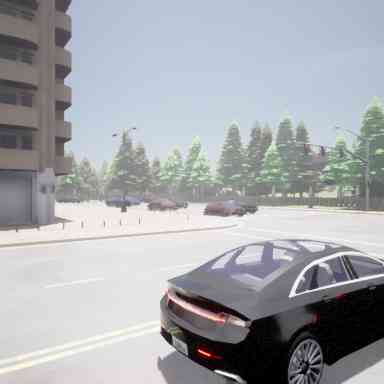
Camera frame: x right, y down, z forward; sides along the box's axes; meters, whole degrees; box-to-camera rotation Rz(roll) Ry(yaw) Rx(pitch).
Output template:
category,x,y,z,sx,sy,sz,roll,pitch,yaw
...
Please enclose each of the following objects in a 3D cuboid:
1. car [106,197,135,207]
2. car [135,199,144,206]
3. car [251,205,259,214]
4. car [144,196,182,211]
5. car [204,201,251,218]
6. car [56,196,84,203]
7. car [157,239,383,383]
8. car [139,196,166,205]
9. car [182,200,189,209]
category,x,y,z,sx,sy,sz,roll,pitch,yaw
car,-10.784,1.545,48.941,1.895,1.301,4.718,0,0,-42
car,-10.206,1.470,53.314,4.674,1.442,1.812,0,0,43
car,4.536,1.545,33.910,1.895,1.301,4.718,0,0,-35
car,-3.489,1.470,39.276,1.812,1.442,4.674,0,0,-35
car,2.919,1.509,30.084,1.994,1.385,4.181,0,0,-35
car,-24.030,1.492,65.580,5.357,1.411,2.033,0,0,15
car,1.847,1.492,5.103,4.902,1.511,2.128,0,0,-35
car,-7.200,1.436,60.257,4.902,1.511,2.128,0,0,41
car,-2.348,1.451,43.670,1.837,1.490,4.892,0,0,-36
